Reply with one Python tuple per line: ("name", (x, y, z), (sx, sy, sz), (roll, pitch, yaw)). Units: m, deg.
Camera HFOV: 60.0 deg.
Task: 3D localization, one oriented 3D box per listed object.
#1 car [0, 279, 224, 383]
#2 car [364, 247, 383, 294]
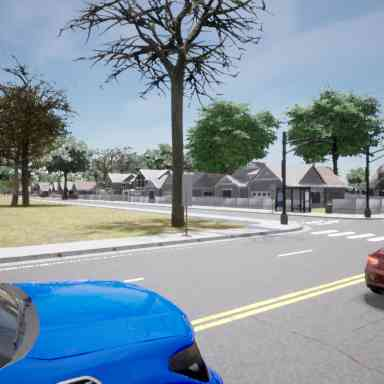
("car", (-2.406, 1.222, 1.725), (5.566, 2.045, 2.150), (0, 0, -36))
("car", (5.670, 1.525, 7.459), (4.674, 1.442, 1.812), (0, 0, -36))
